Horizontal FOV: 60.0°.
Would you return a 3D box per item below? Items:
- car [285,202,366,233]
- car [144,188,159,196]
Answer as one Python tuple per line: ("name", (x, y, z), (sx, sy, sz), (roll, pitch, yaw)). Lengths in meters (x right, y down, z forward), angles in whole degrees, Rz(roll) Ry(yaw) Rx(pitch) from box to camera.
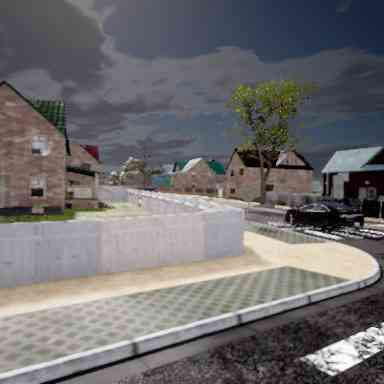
("car", (7.233, 1.308, 18.622), (2.128, 1.511, 4.902), (-1, 2, -22))
("car", (-6.957, 0.013, 56.401), (1.882, 1.535, 5.008), (1, 1, -20))
